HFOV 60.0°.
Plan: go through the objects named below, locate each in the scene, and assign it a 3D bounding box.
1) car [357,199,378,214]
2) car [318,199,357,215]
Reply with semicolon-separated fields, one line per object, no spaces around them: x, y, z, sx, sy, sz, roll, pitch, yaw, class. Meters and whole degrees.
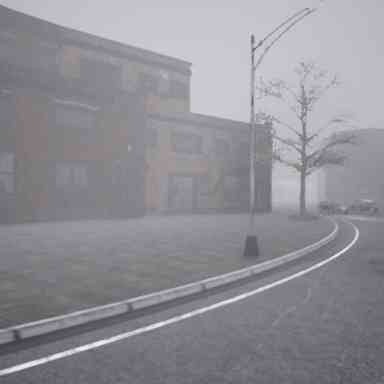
18.236;1.506;36.070;1.837;1.490;4.892;1;0;1;car
14.575;1.465;34.305;2.128;1.511;4.902;1;0;1;car
